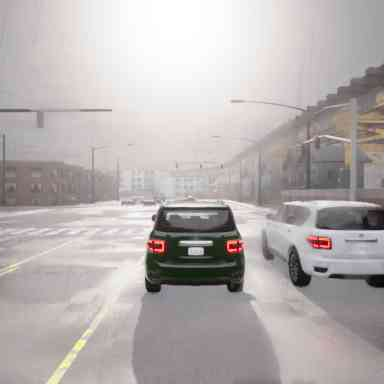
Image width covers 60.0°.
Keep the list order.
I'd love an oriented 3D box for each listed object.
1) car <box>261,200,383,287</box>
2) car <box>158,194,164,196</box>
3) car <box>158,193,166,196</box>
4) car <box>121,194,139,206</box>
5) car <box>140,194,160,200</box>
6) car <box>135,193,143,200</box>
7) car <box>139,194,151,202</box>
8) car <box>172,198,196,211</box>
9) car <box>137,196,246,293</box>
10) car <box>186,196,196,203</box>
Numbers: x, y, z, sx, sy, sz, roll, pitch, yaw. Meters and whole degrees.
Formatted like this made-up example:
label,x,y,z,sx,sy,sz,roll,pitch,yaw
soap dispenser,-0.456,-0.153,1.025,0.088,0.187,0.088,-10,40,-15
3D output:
label,x,y,z,sx,sy,sz,roll,pitch,yaw
car,3.525,1.246,9.576,2.150,2.045,5.566,0,0,0
car,-7.296,1.596,67.342,1.812,1.442,4.674,0,0,0
car,-7.325,1.310,77.957,2.150,2.045,5.566,0,0,0
car,-10.812,1.573,56.829,1.812,1.442,4.674,0,0,0
car,-7.321,1.606,58.064,2.033,1.411,5.357,0,0,0
car,-10.796,1.281,66.496,2.150,2.045,5.566,0,0,0
car,-10.819,1.428,76.581,2.097,1.767,4.553,0,0,0
car,-1.040,1.563,44.335,1.837,1.490,4.892,2,0,15
car,0.029,1.236,9.077,2.150,2.045,5.566,0,0,-1
car,-0.277,1.613,71.520,2.128,1.511,4.902,0,0,0
